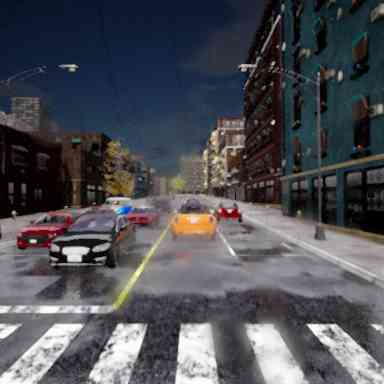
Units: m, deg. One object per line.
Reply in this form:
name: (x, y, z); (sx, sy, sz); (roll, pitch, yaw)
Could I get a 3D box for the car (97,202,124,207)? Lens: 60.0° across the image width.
car: (-5.677, 1.537, 19.991); (1.887, 1.381, 4.507); (1, 0, 0)

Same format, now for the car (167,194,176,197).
car: (-5.674, 1.414, 82.545); (1.967, 1.590, 4.097); (1, 0, 0)

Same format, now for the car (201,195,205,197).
car: (2.704, 1.499, 88.463); (1.752, 1.417, 4.829); (1, 0, 0)

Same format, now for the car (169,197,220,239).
car: (0.100, 1.345, 17.310); (2.097, 1.767, 4.553); (0, 0, 0)

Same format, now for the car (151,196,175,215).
car: (-3.082, 1.491, 34.448); (1.837, 1.490, 4.892); (0, 0, 0)

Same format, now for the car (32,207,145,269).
car: (-3.093, 1.487, 11.230); (2.128, 1.511, 4.902); (0, 0, 0)

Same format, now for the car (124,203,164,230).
car: (-3.095, 1.592, 21.216); (1.895, 1.301, 4.718); (0, 0, 0)

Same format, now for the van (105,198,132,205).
van: (-5.672, 1.331, 25.678); (1.690, 1.788, 3.998); (1, 0, 0)

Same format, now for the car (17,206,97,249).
car: (-5.753, 1.539, 14.309); (1.887, 1.381, 4.507); (1, 0, 0)

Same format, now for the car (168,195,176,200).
car: (-5.677, 1.539, 93.919); (1.947, 1.339, 4.313); (1, 0, 0)

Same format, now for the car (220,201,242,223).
car: (2.706, 1.430, 25.739); (1.967, 1.590, 4.097); (1, 0, 0)

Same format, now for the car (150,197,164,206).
car: (-5.677, 1.563, 54.112); (1.802, 1.307, 4.206); (1, 0, 0)
